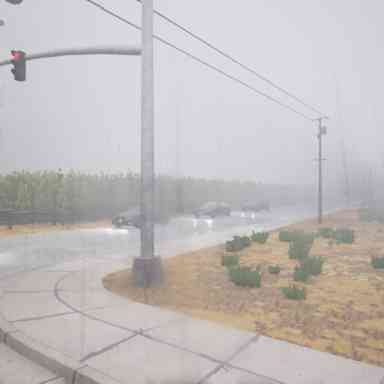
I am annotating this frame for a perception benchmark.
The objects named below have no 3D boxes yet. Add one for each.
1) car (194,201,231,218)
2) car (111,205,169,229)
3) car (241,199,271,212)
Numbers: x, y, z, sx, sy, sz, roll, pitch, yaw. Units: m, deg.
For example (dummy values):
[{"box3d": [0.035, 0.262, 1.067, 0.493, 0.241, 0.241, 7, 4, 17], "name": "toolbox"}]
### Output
[{"box3d": [2.015, 1.561, 30.595, 1.812, 1.442, 4.674, 0, 0, 33], "name": "car"}, {"box3d": [-3.358, 1.599, 22.279, 1.994, 1.385, 4.181, 0, 0, 33], "name": "car"}, {"box3d": [7.659, 1.582, 39.366, 2.033, 1.411, 5.357, 0, 0, 33], "name": "car"}]
